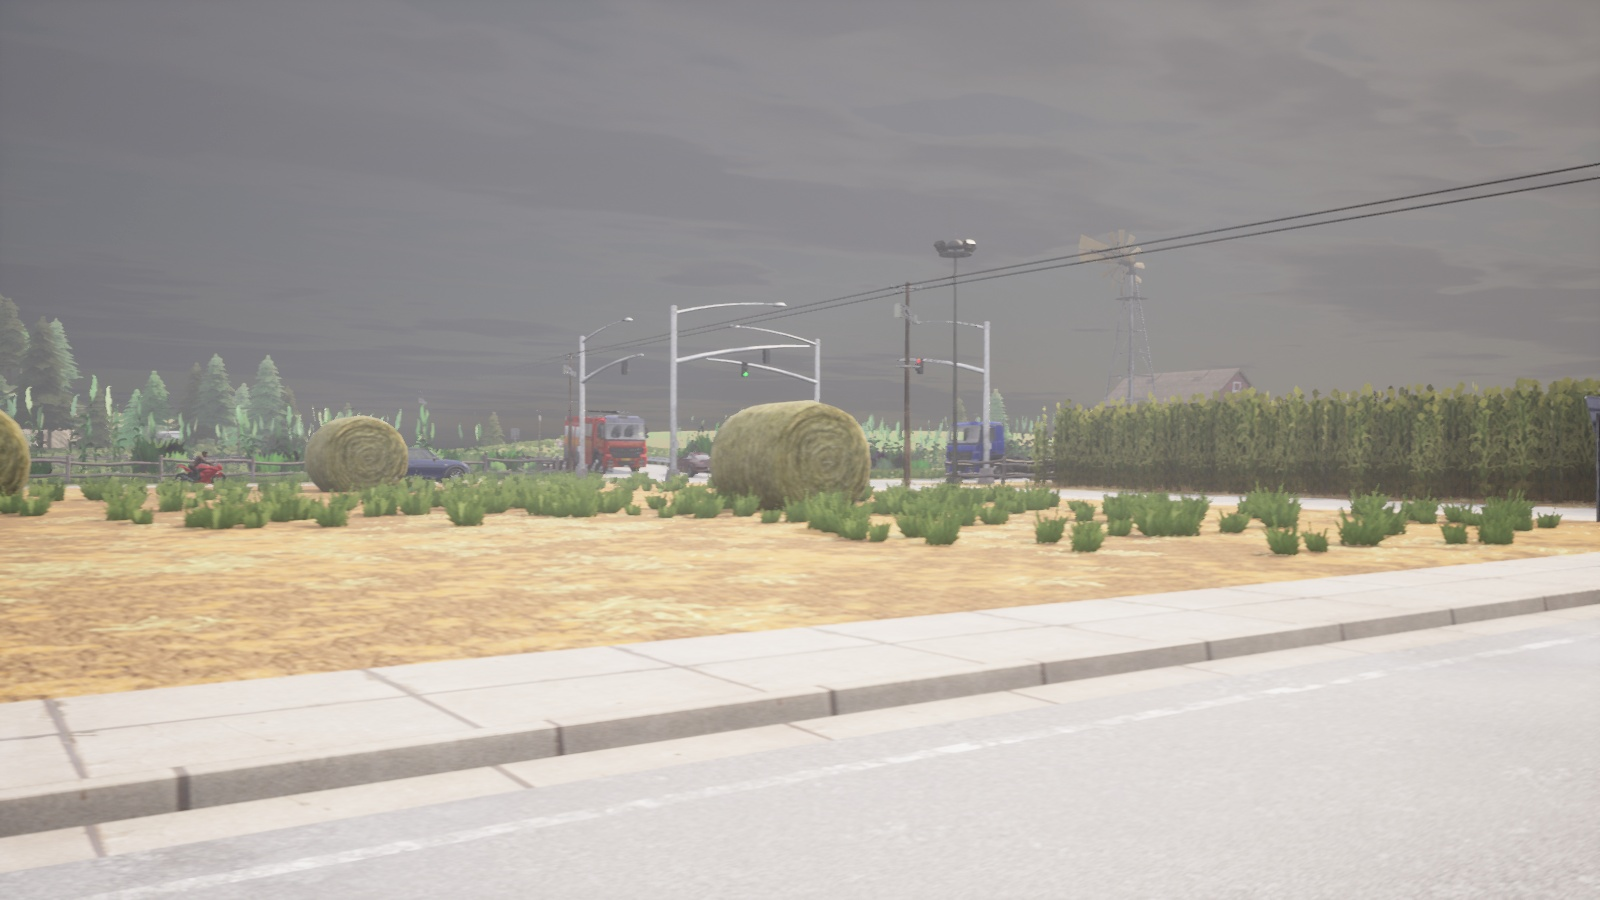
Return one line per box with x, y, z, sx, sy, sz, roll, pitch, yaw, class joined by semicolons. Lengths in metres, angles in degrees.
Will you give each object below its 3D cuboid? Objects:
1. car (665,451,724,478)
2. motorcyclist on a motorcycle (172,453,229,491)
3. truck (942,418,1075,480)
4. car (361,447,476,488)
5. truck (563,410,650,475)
-6.521;0.885;77.005;1.812;1.442;4.674;0;2;-29;car
-24.699;0.898;51.715;2.044;1.523;0.797;0;0;-31;motorcyclist on a motorcycle
12.411;-0.054;74.300;7.936;3.462;2.891;0;0;-34;truck
-17.081;0.769;56.295;4.553;1.767;2.097;0;0;-31;car
-12.581;-0.571;80.795;2.891;3.827;8.468;0;2;-28;truck
